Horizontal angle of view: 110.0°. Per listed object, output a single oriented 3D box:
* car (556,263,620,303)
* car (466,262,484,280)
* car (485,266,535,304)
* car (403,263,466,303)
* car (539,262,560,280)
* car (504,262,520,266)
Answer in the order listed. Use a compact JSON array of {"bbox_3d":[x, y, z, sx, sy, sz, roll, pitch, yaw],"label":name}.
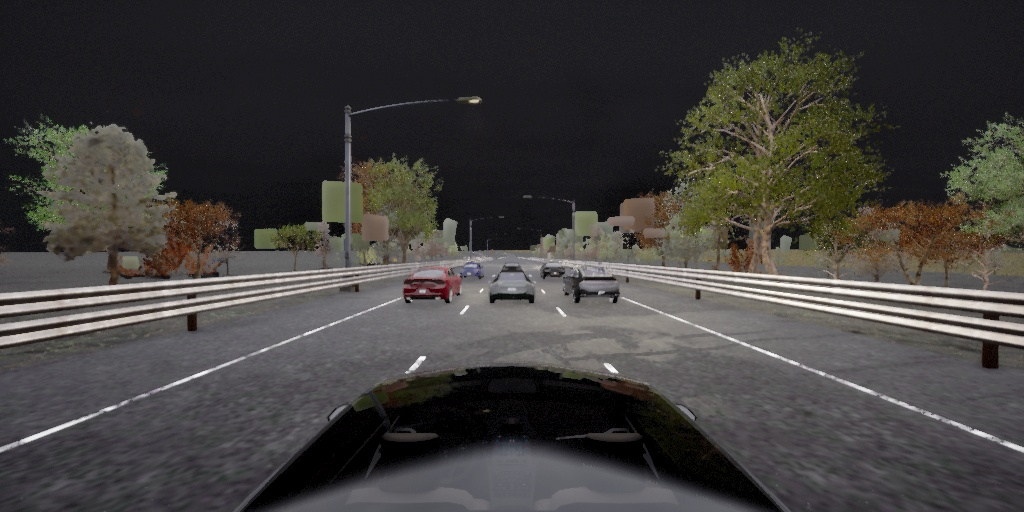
[{"bbox_3d":[3.500,1.242,16.503,2.128,1.511,4.902,0,0,0],"label":"car"},{"bbox_3d":[-3.500,1.282,31.506,1.812,1.442,4.674,0,0,0],"label":"car"},{"bbox_3d":[0.000,1.320,16.503,1.994,1.385,4.181,0,0,0],"label":"car"},{"bbox_3d":[-3.500,1.232,16.503,1.882,1.535,5.008,0,0,0],"label":"car"},{"bbox_3d":[3.500,1.234,31.505,1.882,1.535,5.008,0,0,0],"label":"car"},{"bbox_3d":[0.000,1.265,31.505,1.837,1.490,4.892,0,0,0],"label":"car"}]
